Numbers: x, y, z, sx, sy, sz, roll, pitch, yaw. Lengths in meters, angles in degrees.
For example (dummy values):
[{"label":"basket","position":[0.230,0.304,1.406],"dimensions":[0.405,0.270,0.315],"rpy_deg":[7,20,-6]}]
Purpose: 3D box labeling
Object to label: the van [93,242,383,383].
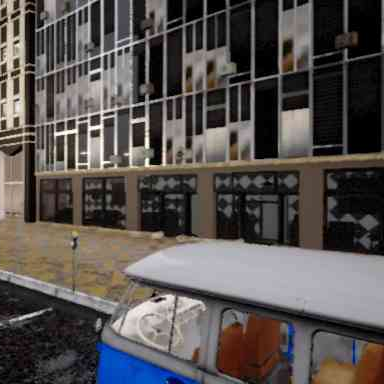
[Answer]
[{"label":"van","position":[1.084,1.341,2.101],"dimensions":[3.998,1.788,1.690],"rpy_deg":[0,0,35]}]
